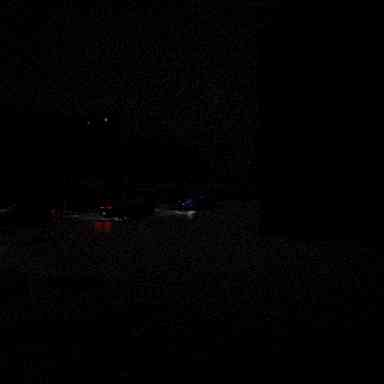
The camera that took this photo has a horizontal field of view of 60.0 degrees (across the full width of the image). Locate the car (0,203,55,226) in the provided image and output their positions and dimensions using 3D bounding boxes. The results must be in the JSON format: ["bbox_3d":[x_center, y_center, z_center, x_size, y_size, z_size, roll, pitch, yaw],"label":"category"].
[{"bbox_3d":[-11.606,1.472,22.640,1.994,1.385,4.181,0,0,35],"label":"car"}]

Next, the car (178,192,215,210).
[{"bbox_3d":[0.624,1.015,39.813,2.150,2.045,5.566,0,0,36],"label":"car"}]

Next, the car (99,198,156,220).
[{"bbox_3d":[-5.124,1.360,26.716,2.128,1.511,4.902,0,0,36],"label":"car"}]

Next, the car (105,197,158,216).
[{"bbox_3d":[-5.534,1.321,31.172,1.882,1.535,5.008,0,0,35],"label":"car"}]
